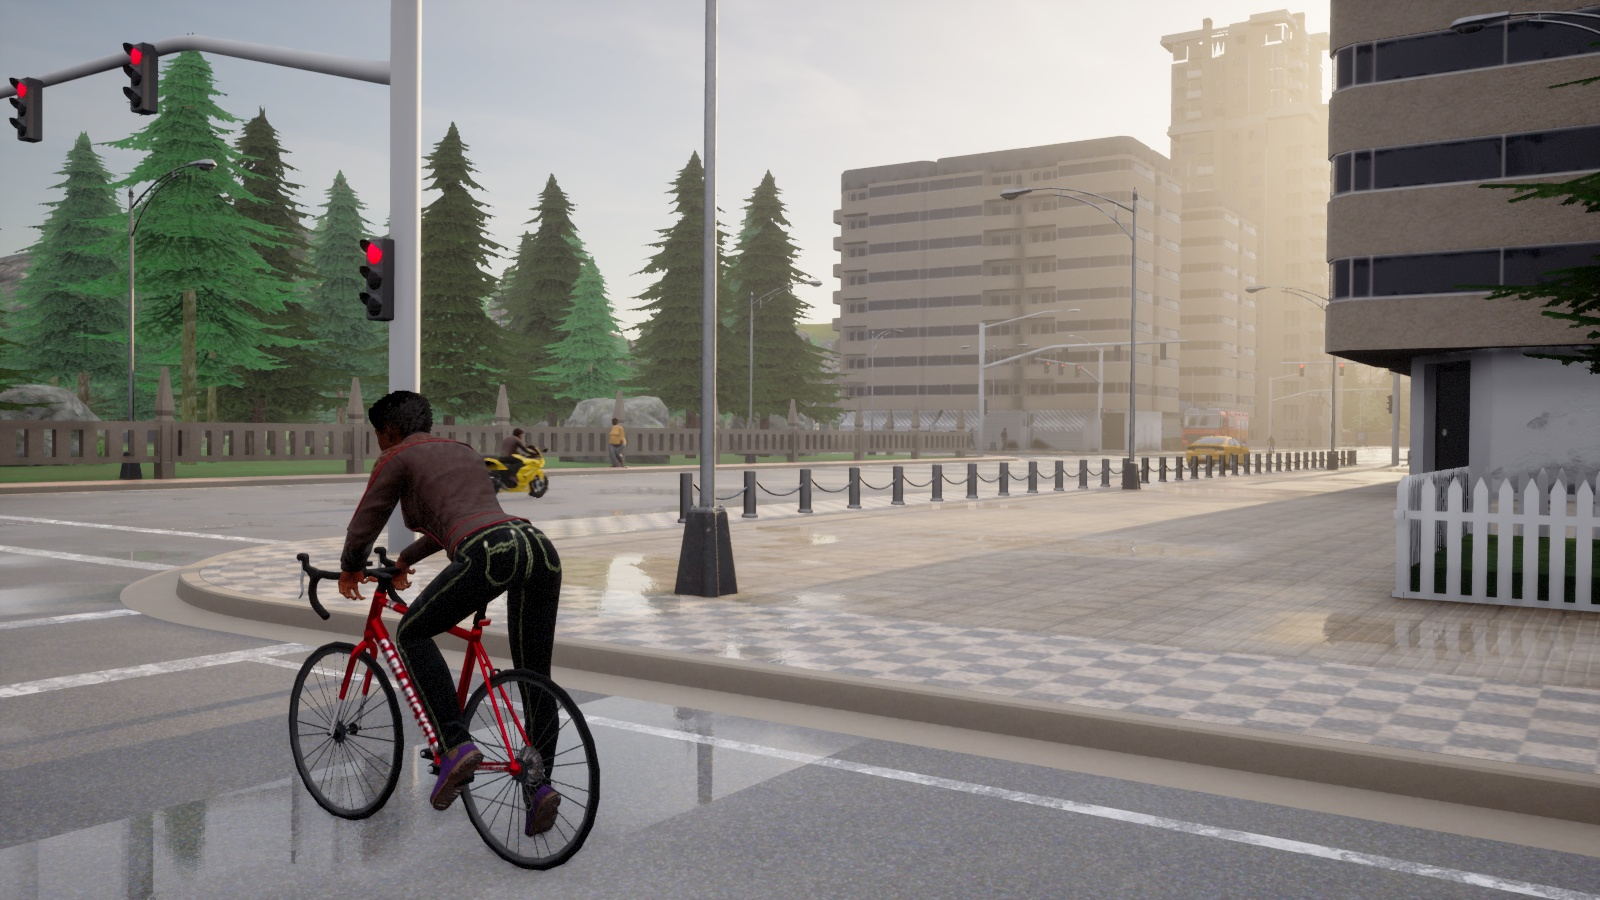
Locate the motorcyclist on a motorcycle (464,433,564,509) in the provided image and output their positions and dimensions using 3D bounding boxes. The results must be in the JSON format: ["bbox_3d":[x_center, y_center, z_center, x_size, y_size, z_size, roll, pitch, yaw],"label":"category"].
[{"bbox_3d":[-5.944,0.409,26.220,0.797,1.523,2.044,0,1,33],"label":"motorcyclist on a motorcycle"}]

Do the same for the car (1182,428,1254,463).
[{"bbox_3d":[19.315,-0.256,57.875,1.882,1.535,5.008,0,1,34],"label":"car"}]

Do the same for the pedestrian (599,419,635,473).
[{"bbox_3d":[-6.404,-0.153,43.998,0.874,1.855,0.900,0,1,33],"label":"pedestrian"}]

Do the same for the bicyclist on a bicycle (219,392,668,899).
[{"bbox_3d":[-1.313,0.635,4.495,1.656,1.620,0.582,0,1,34],"label":"bicyclist on a bicycle"}]
